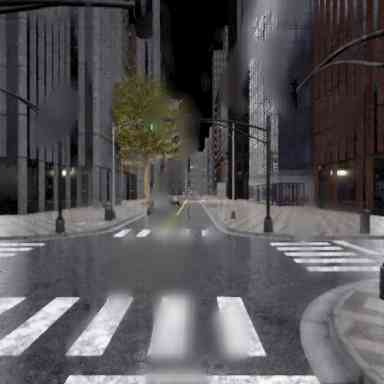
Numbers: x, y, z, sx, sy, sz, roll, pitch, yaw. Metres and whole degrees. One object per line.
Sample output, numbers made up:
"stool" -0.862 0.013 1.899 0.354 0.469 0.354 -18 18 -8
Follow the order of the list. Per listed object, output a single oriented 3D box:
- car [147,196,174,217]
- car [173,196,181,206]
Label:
"car" -2.944 1.465 30.631 1.882 1.535 5.008 0 0 0
"car" -2.899 1.441 55.083 1.882 1.535 5.008 0 0 0
